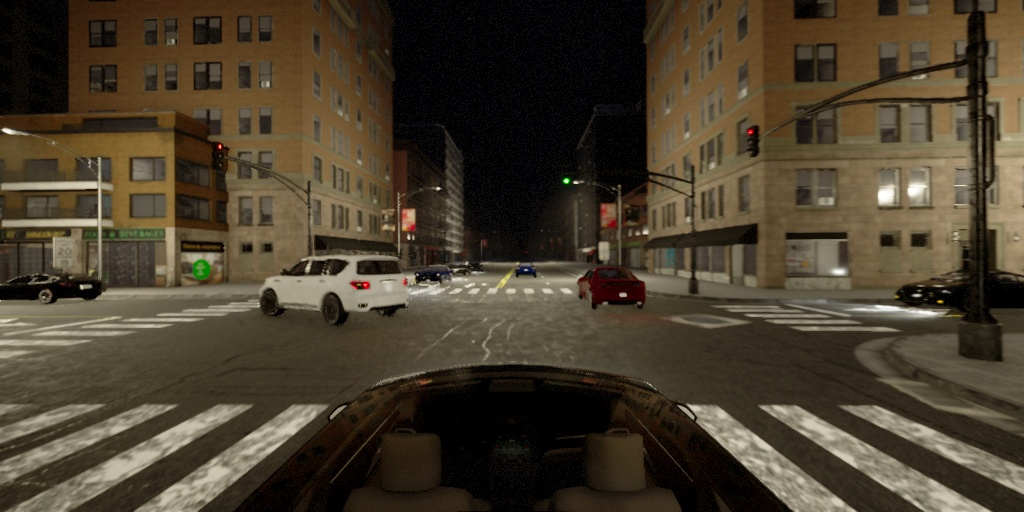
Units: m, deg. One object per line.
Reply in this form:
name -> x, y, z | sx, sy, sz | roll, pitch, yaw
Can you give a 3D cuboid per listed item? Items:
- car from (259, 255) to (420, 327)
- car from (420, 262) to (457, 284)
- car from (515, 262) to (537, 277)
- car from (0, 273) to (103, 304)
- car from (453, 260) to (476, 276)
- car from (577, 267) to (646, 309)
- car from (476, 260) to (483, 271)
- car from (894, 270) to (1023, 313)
car -> -5.959, 0.998, 11.883 | 5.566, 2.045, 2.150 | 0, -1, 30
car -> -5.650, 1.344, 26.531 | 1.895, 1.301, 4.718 | 0, 0, 2
car -> 1.342, 1.241, 34.538 | 1.994, 1.385, 4.181 | 0, 0, 2
car -> -21.539, 1.453, 16.531 | 4.313, 1.339, 1.948 | 0, 0, 2
car -> -5.281, 1.211, 36.360 | 2.128, 1.511, 4.902 | 0, 0, 2
car -> 3.880, 1.177, 14.706 | 1.882, 1.535, 5.008 | 0, 0, 2
car -> -4.849, 1.260, 46.313 | 1.994, 1.385, 4.181 | 0, 0, 2
car -> 16.504, 1.218, 12.783 | 4.181, 1.385, 1.994 | 0, 0, 2
